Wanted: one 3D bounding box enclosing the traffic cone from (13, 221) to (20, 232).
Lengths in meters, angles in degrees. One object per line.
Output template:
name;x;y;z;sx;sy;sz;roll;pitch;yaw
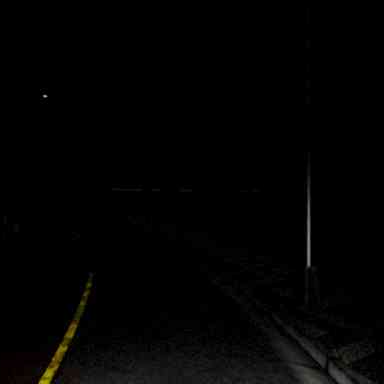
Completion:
traffic cone;-9.686;1.915;18.362;0.340;0.580;0.340;0;1;-32

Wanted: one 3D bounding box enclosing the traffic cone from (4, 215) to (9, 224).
traffic cone;-12.386;1.836;22.152;0.340;0.580;0.340;0;1;-39
